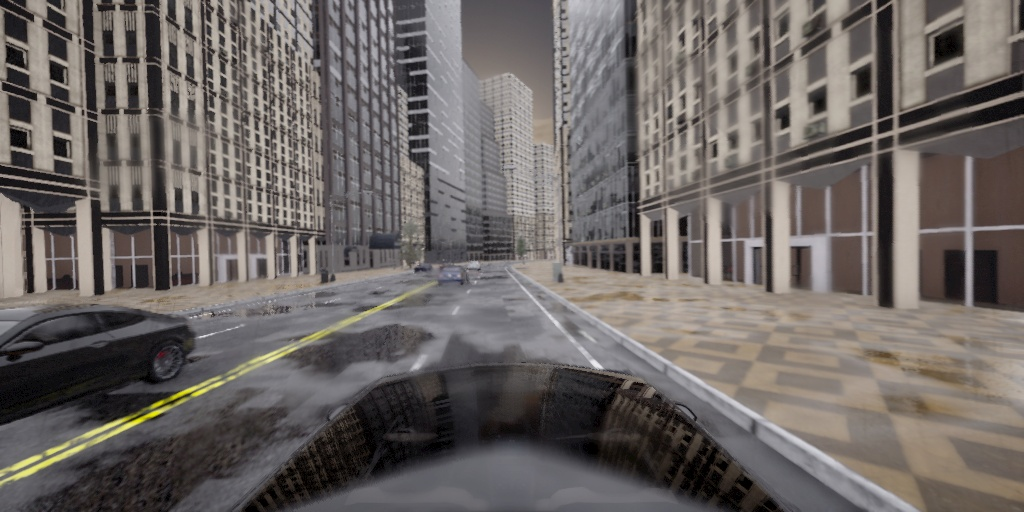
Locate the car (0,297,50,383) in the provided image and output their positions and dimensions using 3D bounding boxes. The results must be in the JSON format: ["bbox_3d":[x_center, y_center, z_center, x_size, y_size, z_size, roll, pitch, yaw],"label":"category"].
[{"bbox_3d":[-9.871,1.527,4.227,2.033,1.411,5.357,-1,0,-3],"label":"car"}]

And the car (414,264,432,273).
[{"bbox_3d":[-12.069,1.681,49.138,1.895,1.301,4.718,-1,0,-3],"label":"car"}]

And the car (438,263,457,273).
[{"bbox_3d":[-8.823,1.618,49.304,1.895,1.301,4.718,-1,0,-3],"label":"car"}]

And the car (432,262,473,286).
[{"bbox_3d":[-4.315,1.406,26.735,2.033,1.411,5.357,-1,0,-3],"label":"car"}]

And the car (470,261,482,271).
[{"bbox_3d":[-5.629,1.430,53.433,1.812,1.442,4.674,-1,0,-2],"label":"car"}]

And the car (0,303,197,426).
[{"bbox_3d":[-6.637,1.430,4.717,1.812,1.442,4.674,-1,0,-3],"label":"car"}]
